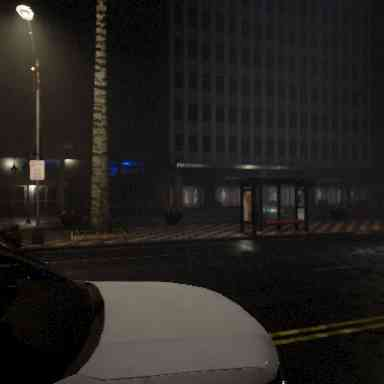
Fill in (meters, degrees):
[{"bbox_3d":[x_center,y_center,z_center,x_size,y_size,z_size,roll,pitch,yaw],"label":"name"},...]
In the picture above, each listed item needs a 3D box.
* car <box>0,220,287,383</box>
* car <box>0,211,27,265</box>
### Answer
[{"bbox_3d":[-2.017,1.221,2.014,5.566,2.045,2.150,0,0,-19],"label":"car"},{"bbox_3d":[-8.179,1.479,10.683,4.892,1.521,2.231,0,0,-19],"label":"car"}]
